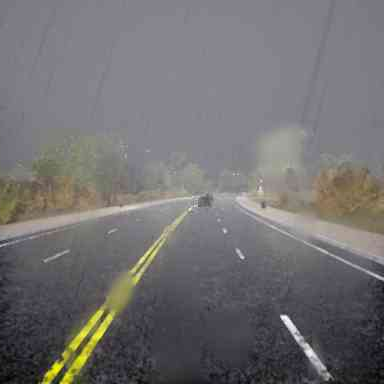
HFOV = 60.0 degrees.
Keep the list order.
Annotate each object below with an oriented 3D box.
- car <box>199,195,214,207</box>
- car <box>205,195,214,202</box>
[{"bbox_3d":[2.122,1.469,52.138,1.837,1.490,4.892,0,0,4],"label":"car"},{"bbox_3d":[3.912,1.408,73.290,1.837,1.490,4.892,0,0,6],"label":"car"}]
